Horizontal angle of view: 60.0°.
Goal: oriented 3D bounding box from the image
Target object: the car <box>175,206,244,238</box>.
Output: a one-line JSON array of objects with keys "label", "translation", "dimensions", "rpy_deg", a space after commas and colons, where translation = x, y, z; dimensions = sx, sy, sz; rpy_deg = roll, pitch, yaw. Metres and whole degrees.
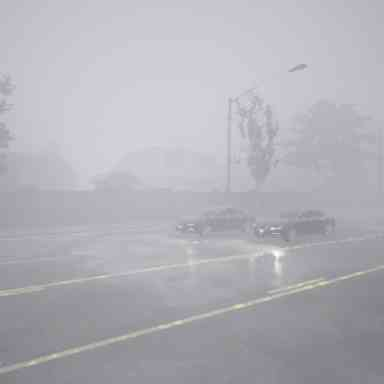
[{"label": "car", "translation": [1.376, 1.514, 17.873], "dimensions": [4.892, 1.490, 1.837], "rpy_deg": [1, 0, -35]}]

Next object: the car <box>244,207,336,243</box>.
[{"label": "car", "translation": [5.065, 1.515, 16.205], "dimensions": [4.892, 1.490, 1.837], "rpy_deg": [1, 0, -35]}]
